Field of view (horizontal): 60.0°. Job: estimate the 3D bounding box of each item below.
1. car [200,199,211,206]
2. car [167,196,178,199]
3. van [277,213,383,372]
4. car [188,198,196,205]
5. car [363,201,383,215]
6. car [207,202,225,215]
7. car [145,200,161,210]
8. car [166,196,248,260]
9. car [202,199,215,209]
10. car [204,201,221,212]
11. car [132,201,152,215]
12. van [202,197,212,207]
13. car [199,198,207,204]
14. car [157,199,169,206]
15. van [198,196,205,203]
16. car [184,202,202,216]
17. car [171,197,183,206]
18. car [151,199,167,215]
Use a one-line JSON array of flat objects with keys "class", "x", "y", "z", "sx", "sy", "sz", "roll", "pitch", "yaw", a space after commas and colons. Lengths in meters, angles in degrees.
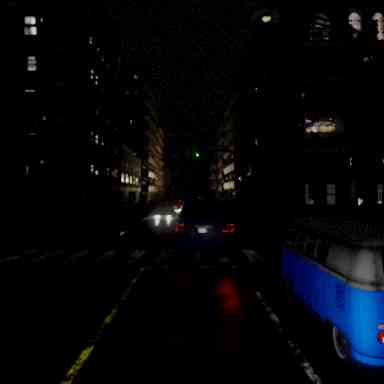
[{"class": "car", "x": 2.677, "y": 2.056, "z": 65.615, "sx": 1.947, "sy": 1.339, "sz": 4.313, "roll": 0, "pitch": 0, "yaw": 0}, {"class": "car", "x": -3.062, "y": 1.619, "z": 53.451, "sx": 2.150, "sy": 2.045, "sz": 5.566, "roll": 0, "pitch": -1, "yaw": 0}, {"class": "van", "x": 2.681, "y": 1.382, "z": 5.606, "sx": 1.690, "sy": 1.788, "sz": 3.998, "roll": 0, "pitch": 0, "yaw": 0}, {"class": "car", "x": -0.008, "y": 2.071, "z": 72.868, "sx": 1.812, "sy": 1.442, "sz": 4.674, "roll": 0, "pitch": 0, "yaw": 0}, {"class": "car", "x": 15.756, "y": 1.213, "z": 25.142, "sx": 5.009, "sy": 1.841, "sz": 2.192, "roll": -1, "pitch": 1, "yaw": 0}, {"class": "car", "x": 2.680, "y": 1.859, "z": 37.998, "sx": 1.802, "sy": 1.307, "sz": 4.206, "roll": 0, "pitch": 0, "yaw": 0}, {"class": "car", "x": -5.703, "y": 1.927, "z": 49.056, "sx": 1.947, "sy": 1.339, "sz": 4.313, "roll": 0, "pitch": 0, "yaw": 0}, {"class": "car", "x": 0.897, "y": 1.317, "z": 13.089, "sx": 2.150, "sy": 2.045, "sz": 5.566, "roll": -1, "pitch": 0, "yaw": 12}, {"class": "car", "x": 2.678, "y": 1.949, "z": 54.568, "sx": 1.887, "sy": 1.381, "sz": 4.507, "roll": 0, "pitch": 0, "yaw": 0}, {"class": "car", "x": 2.679, "y": 1.885, "z": 43.521, "sx": 1.947, "sy": 1.339, "sz": 4.313, "roll": 0, "pitch": 0, "yaw": 0}, {"class": "car", "x": -5.701, "y": 1.843, "z": 38.009, "sx": 1.947, "sy": 1.339, "sz": 4.313, "roll": 0, "pitch": 0, "yaw": 0}, {"class": "van", "x": 2.676, "y": 1.788, "z": 60.093, "sx": 1.690, "sy": 1.788, "sz": 3.998, "roll": 0, "pitch": 0, "yaw": 0}, {"class": "car", "x": 2.675, "y": 2.149, "z": 82.354, "sx": 1.752, "sy": 1.417, "sz": 4.829, "roll": -1, "pitch": 0, "yaw": 0}, {"class": "car", "x": -5.704, "y": 2.035, "z": 65.626, "sx": 1.887, "sy": 1.381, "sz": 4.507, "roll": 0, "pitch": 0, "yaw": 0}, {"class": "van", "x": 2.672, "y": 2.053, "z": 93.233, "sx": 1.690, "sy": 1.788, "sz": 3.998, "roll": -1, "pitch": 0, "yaw": 0}, {"class": "car", "x": 0.096, "y": 1.873, "z": 37.365, "sx": 1.895, "sy": 1.301, "sz": 4.718, "roll": 0, "pitch": 0, "yaw": 0}, {"class": "car", "x": -3.017, "y": 1.856, "z": 67.353, "sx": 2.097, "sy": 1.767, "sz": 4.553, "roll": 0, "pitch": 0, "yaw": 0}, {"class": "car", "x": -3.095, "y": 1.837, "z": 37.584, "sx": 1.994, "sy": 1.385, "sz": 4.181, "roll": 0, "pitch": 0, "yaw": 0}]
